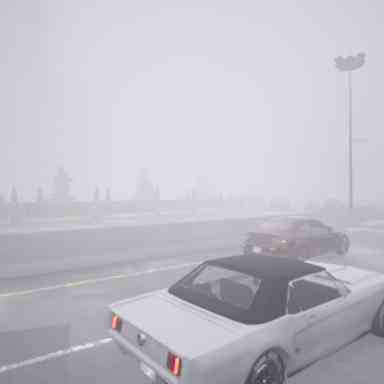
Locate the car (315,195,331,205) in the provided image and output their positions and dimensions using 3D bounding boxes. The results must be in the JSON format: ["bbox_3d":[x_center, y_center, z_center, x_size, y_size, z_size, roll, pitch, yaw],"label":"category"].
[{"bbox_3d":[29.312,1.729,74.468,2.150,2.045,5.566,0,-1,9],"label":"car"}]

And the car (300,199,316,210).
[{"bbox_3d":[16.131,1.741,44.394,1.837,1.490,4.892,0,-1,28],"label":"car"}]

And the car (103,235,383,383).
[{"bbox_3d":[1.277,1.616,4.928,4.718,1.301,1.895,0,0,-38],"label":"car"}]

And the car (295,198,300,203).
[{"bbox_3d":[26.456,2.159,83.530,1.895,1.301,4.718,0,-1,3],"label":"car"}]

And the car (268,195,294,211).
[{"bbox_3d":[11.336,1.582,42.995,2.097,1.767,4.553,0,-1,29],"label":"car"}]

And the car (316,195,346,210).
[{"bbox_3d":[15.279,1.518,36.053,2.097,1.767,4.553,0,-1,32],"label":"car"}]

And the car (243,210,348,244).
[{"bbox_3d":[3.680,1.562,11.522,4.674,1.442,1.812,0,0,-41],"label":"car"}]
